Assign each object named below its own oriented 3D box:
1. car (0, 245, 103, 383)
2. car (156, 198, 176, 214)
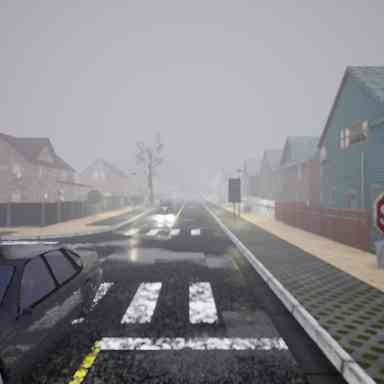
[{"bbox_3d":[-2.747,1.542,4.660,2.033,1.411,5.357,0,0,0],"label":"car"},{"bbox_3d":[-2.733,1.451,35.582,2.128,1.511,4.902,0,0,0],"label":"car"}]
